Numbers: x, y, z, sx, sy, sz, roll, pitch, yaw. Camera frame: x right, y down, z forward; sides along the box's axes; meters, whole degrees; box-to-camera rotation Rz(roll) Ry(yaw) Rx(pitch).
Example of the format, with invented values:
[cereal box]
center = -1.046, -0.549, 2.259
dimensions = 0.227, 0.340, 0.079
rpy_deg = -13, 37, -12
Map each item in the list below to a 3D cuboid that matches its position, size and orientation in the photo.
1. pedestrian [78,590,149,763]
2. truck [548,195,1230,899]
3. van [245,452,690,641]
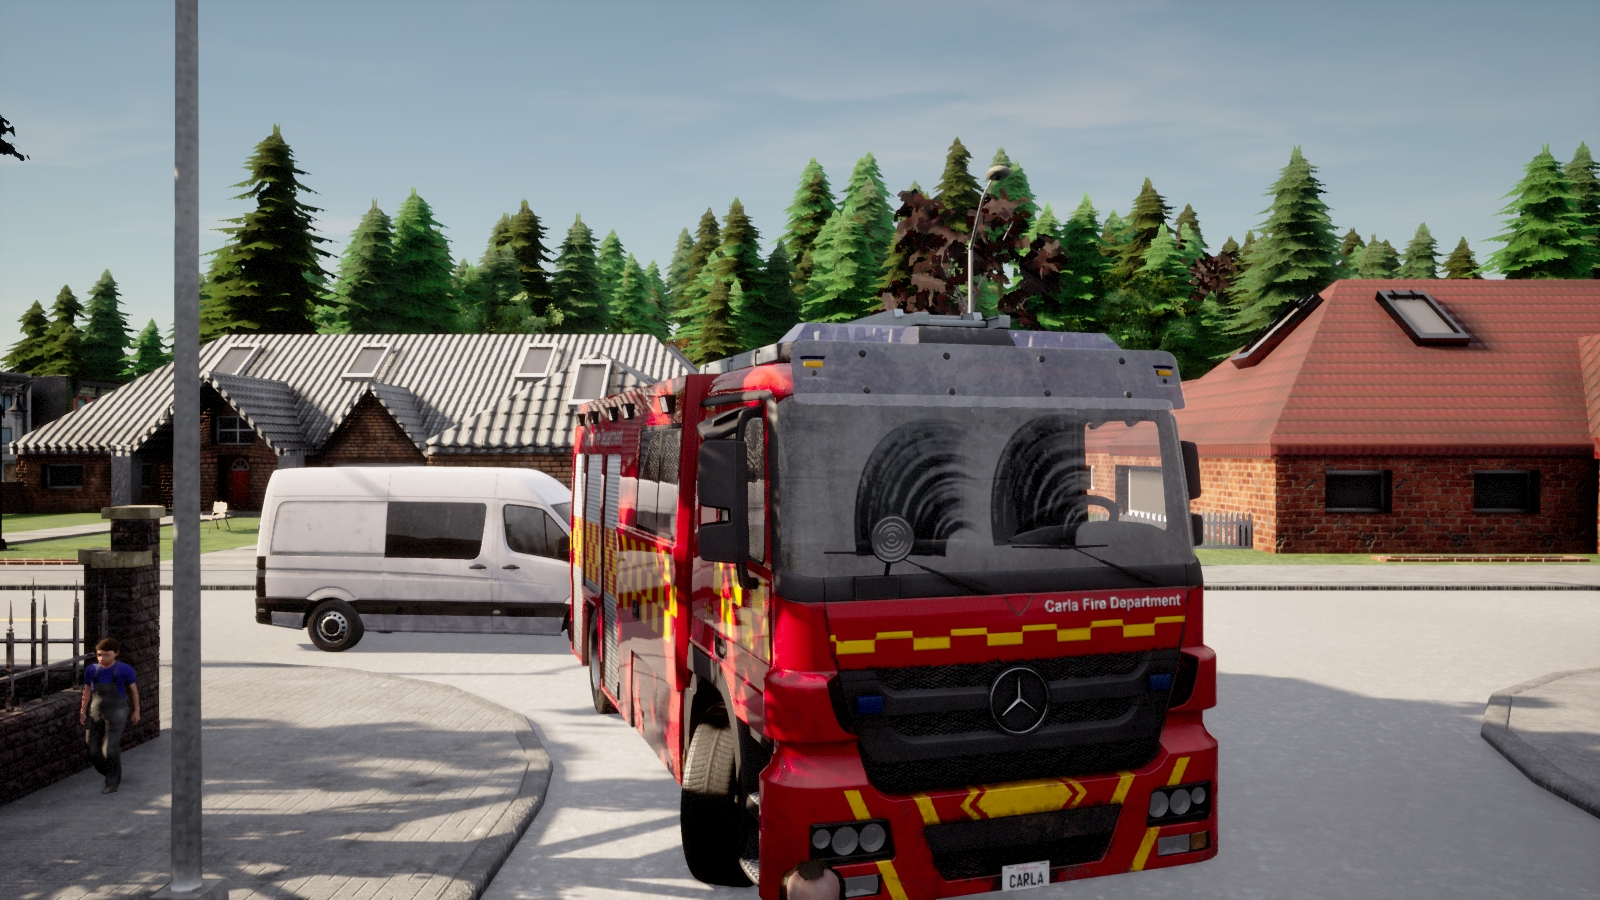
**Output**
[pedestrian]
center = -5.518, 1.806, 9.188
dimensions = 0.375, 1.300, 0.375
rpy_deg = 0, 0, -9
[truck]
center = -0.279, 0.670, 10.050
dimensions = 2.891, 3.827, 8.468
rpy_deg = 0, 0, -19
[van]
center = -4.701, 1.314, 16.673
dimensions = 5.915, 2.561, 1.988
rpy_deg = 0, 0, 4
